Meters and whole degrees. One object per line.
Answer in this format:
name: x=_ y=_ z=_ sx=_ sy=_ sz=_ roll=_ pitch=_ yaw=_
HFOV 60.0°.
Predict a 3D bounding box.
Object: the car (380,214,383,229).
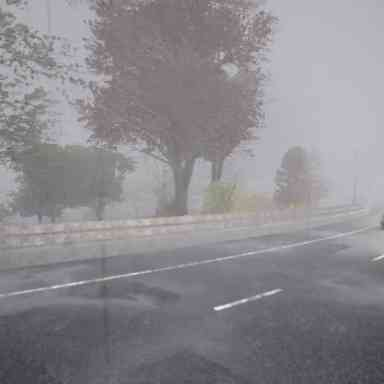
car: x=13.492 y=1.631 z=21.241 sx=2.033 sy=1.411 sz=5.357 roll=0 pitch=0 yaw=40
